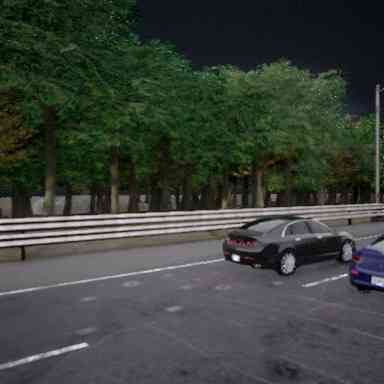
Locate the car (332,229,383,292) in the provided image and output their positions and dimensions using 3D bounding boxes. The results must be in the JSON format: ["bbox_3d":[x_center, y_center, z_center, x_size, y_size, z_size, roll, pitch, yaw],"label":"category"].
[{"bbox_3d":[5.422,1.528,7.619,4.674,1.442,1.812,0,0,-35],"label":"car"}]

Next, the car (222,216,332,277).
[{"bbox_3d":[3.143,1.507,10.297,4.892,1.490,1.837,0,0,-36],"label":"car"}]
